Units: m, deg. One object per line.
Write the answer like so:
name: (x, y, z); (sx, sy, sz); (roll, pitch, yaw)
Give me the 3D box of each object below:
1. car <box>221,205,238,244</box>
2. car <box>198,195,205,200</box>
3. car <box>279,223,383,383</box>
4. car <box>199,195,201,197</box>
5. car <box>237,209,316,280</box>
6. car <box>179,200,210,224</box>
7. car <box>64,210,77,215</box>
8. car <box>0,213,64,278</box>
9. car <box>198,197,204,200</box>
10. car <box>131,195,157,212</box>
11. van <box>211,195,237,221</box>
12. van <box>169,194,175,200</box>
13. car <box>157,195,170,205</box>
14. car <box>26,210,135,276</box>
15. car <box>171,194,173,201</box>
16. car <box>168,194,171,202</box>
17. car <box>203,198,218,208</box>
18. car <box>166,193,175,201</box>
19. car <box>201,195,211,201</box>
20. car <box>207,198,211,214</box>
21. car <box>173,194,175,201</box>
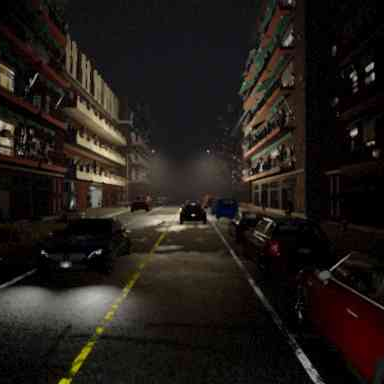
car: (2.697, 1.552, 15.603); (2.008, 1.369, 4.403); (1, 0, 0)
car: (2.676, 1.582, 94.867); (1.887, 1.381, 4.507); (1, 0, 0)
car: (2.702, 1.440, 4.280); (1.967, 1.590, 4.097); (1, 0, 0)
car: (2.683, 1.567, 60.897); (2.008, 1.369, 4.403); (1, 0, 0)
car: (2.700, 1.440, 9.941); (1.967, 1.590, 4.097); (1, 0, 0)
car: (0.088, 1.567, 25.122); (1.994, 1.385, 4.181); (0, 0, 0)
car: (-5.683, 1.526, 15.470); (1.752, 1.417, 4.829); (1, 0, 0)
car: (-5.681, 1.526, 9.809); (1.752, 1.417, 4.829); (1, 0, 0)
car: (0.087, 1.609, 39.949); (1.895, 1.301, 4.718); (0, 0, 0)
car: (-5.687, 1.322, 38.287); (2.192, 1.841, 5.009); (1, 0, 0)
van: (2.696, 1.344, 26.927); (1.690, 1.788, 3.998); (1, 0, 0)
van: (-5.705, 1.379, 94.903); (1.690, 1.788, 3.998); (1, 0, 0)
car: (-5.698, 1.567, 60.933); (2.008, 1.369, 4.403); (1, 0, 0)
car: (-3.103, 1.526, 10.506); (1.812, 1.442, 4.674); (0, 0, 0)
car: (-5.701, 1.567, 72.256); (1.887, 1.381, 4.507); (1, 0, 0)
car: (-5.700, 1.544, 66.426); (1.752, 1.417, 4.829); (1, 0, 0)
car: (2.686, 1.577, 49.573); (1.947, 1.339, 4.313); (1, 0, 0)
car: (-5.703, 1.348, 89.243); (2.192, 1.841, 5.009); (1, 0, 0)
car: (2.691, 1.324, 43.911); (2.192, 1.841, 5.009); (1, 0, 0)
car: (2.691, 1.587, 32.588); (1.802, 1.307, 4.206); (1, 0, 0)
car: (-5.702, 1.466, 77.919); (1.967, 1.590, 4.097); (1, 0, 0)
